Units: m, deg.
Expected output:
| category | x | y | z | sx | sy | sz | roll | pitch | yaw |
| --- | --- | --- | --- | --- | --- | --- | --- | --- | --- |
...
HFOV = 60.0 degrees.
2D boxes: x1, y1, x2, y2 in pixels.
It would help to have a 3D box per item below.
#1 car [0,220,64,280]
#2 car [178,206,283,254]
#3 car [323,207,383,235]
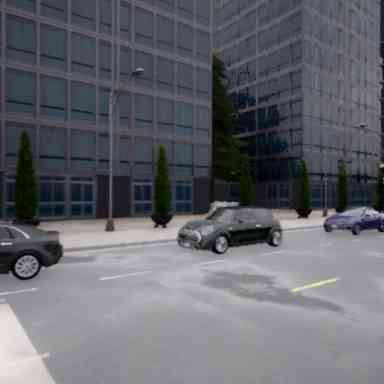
| category | x | y | z | sx | sy | sz | roll | pitch | yaw |
| --- | --- | --- | --- | --- | --- | --- | --- | --- | --- |
| car | -5.854 | 1.505 | 8.426 | 4.892 | 1.490 | 1.837 | 0 | 0 | -35 |
| car | 1.641 | 1.396 | 13.750 | 4.553 | 1.767 | 2.097 | 0 | 0 | -35 |
| car | 9.651 | 1.618 | 19.455 | 4.674 | 1.442 | 1.812 | 0 | 0 | -35 |
